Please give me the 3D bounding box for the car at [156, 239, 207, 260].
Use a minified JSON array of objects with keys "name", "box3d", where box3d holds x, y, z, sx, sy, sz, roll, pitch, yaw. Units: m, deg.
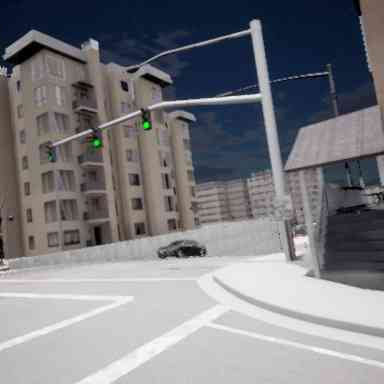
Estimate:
[{"name":"car","box3d":[-0.721,4.421,25.656,1.837,1.490,4.892,-11,-15,34]}]
